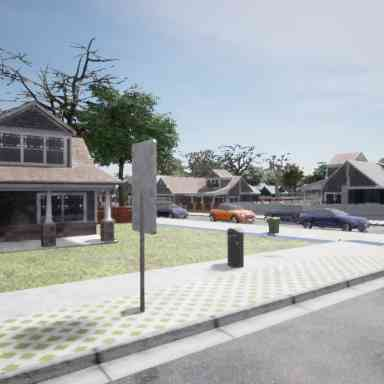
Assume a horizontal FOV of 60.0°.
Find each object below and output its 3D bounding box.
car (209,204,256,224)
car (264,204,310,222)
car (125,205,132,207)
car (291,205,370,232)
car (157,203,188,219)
[{"bbox_3d":[3.620,1.901,30.153,2.097,1.767,4.553,0,-1,-36],"label":"car"},{"bbox_3d":[8.357,1.784,28.597,2.097,1.767,4.553,0,-1,-35],"label":"car"},{"bbox_3d":[-9.026,2.570,46.999,1.837,1.490,4.892,0,-1,-36],"label":"car"},{"bbox_3d":[9.306,1.817,22.181,1.812,1.442,4.674,0,-1,-33],"label":"car"},{"bbox_3d":[-2.386,2.155,38.281,2.097,1.767,4.553,0,-1,-37],"label":"car"}]
